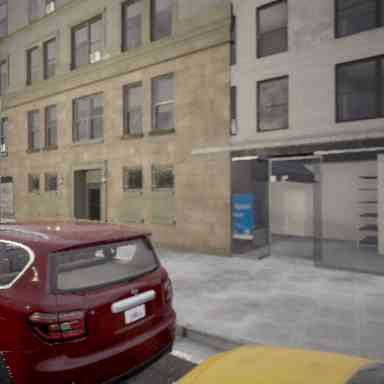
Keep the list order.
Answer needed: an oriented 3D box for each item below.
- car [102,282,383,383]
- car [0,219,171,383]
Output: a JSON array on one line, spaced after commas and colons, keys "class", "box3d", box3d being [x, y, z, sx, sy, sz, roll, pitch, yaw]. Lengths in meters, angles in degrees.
[{"class": "car", "box3d": [1.861, 1.524, 1.640, 4.829, 1.417, 1.752, 0, 0, 36]}, {"class": "car", "box3d": [-2.521, 1.321, 4.769, 5.009, 1.841, 2.192, 0, 0, 36]}]
